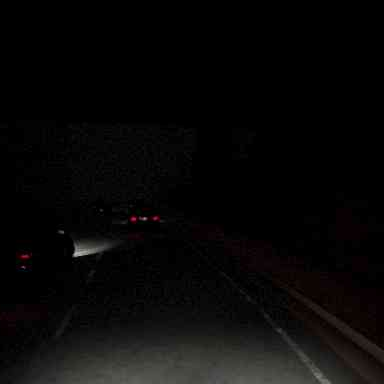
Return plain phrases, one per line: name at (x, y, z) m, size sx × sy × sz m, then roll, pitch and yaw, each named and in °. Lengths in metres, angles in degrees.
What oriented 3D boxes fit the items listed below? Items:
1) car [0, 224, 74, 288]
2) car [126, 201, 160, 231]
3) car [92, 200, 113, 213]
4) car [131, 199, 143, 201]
car at (-4.587, 1.549, 9.100) m, size 1.994 × 1.385 × 4.181 m, roll 0°, pitch 0°, yaw -9°
car at (-3.006, 1.485, 20.346) m, size 2.033 × 1.411 × 5.357 m, roll 0°, pitch 0°, yaw -11°
car at (-9.321, 1.511, 34.873) m, size 1.895 × 1.301 × 4.718 m, roll 0°, pitch 0°, yaw -11°
car at (-5.869, 1.442, 35.456) m, size 2.033 × 1.411 × 5.357 m, roll 0°, pitch 0°, yaw -11°
